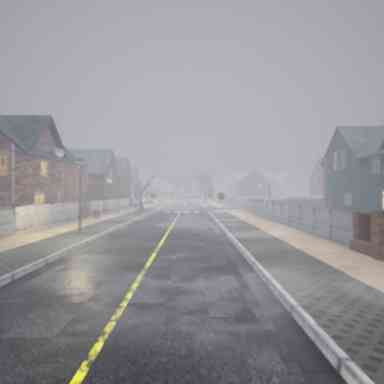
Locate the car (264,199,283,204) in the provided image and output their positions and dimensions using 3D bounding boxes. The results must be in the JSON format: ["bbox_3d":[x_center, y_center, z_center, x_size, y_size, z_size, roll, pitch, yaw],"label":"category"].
[{"bbox_3d":[11.366,1.582,44.550,4.181,1.385,1.994,-1,0,0],"label":"car"}]

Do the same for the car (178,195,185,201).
[{"bbox_3d":[-2.775,1.681,91.131,1.837,1.490,4.892,0,-1,0],"label":"car"}]
